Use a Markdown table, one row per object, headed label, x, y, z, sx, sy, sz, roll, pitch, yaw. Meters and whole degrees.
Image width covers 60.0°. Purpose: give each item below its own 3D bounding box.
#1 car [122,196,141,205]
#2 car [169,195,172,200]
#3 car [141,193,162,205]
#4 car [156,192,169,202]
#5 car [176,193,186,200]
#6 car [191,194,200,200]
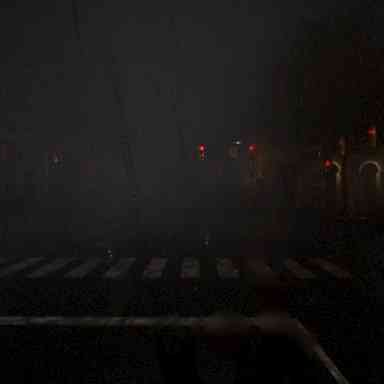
| label | x | y | z | sx | sy | sz | roll | pitch | yaw |
| --- | --- | --- | --- | --- | --- | --- | --- | --- | --- |
| car | -10.087 | 1.350 | 54.851 | 2.033 | 1.411 | 5.357 | 0 | 0 | 1 |
| car | -6.080 | 1.298 | 82.175 | 1.895 | 1.301 | 4.718 | 0 | 0 | 1 |
| car | -6.594 | 1.350 | 54.674 | 2.033 | 1.411 | 5.357 | 0 | 0 | 1 |
| car | -6.337 | 1.278 | 68.784 | 1.812 | 1.442 | 4.674 | 0 | 0 | 1 |
| car | -2.638 | 0.994 | 79.126 | 2.097 | 1.767 | 4.553 | 0 | 0 | 1 |
| car | 0.862 | 1.164 | 79.091 | 2.128 | 1.511 | 4.902 | 0 | 0 | 1 |
